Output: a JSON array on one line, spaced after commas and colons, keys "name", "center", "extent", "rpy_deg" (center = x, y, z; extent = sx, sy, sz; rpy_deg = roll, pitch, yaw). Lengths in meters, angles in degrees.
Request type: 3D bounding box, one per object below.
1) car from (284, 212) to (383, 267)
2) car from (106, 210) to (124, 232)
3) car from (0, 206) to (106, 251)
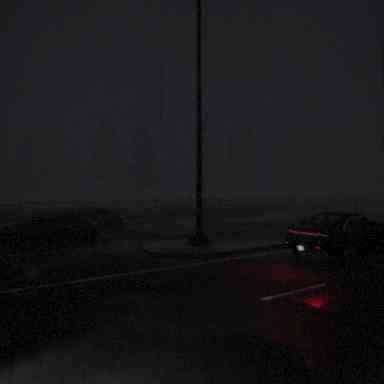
[{"name": "car", "center": [5.244, 1.426, 11.141], "extent": [4.902, 1.511, 2.128], "rpy_deg": [0, 0, -33]}, {"name": "car", "center": [-5.843, 1.480, 18.039], "extent": [4.181, 1.385, 1.994], "rpy_deg": [0, 0, -31]}, {"name": "car", "center": [-6.069, 1.502, 13.858], "extent": [4.181, 1.385, 1.994], "rpy_deg": [0, 0, -30]}]
